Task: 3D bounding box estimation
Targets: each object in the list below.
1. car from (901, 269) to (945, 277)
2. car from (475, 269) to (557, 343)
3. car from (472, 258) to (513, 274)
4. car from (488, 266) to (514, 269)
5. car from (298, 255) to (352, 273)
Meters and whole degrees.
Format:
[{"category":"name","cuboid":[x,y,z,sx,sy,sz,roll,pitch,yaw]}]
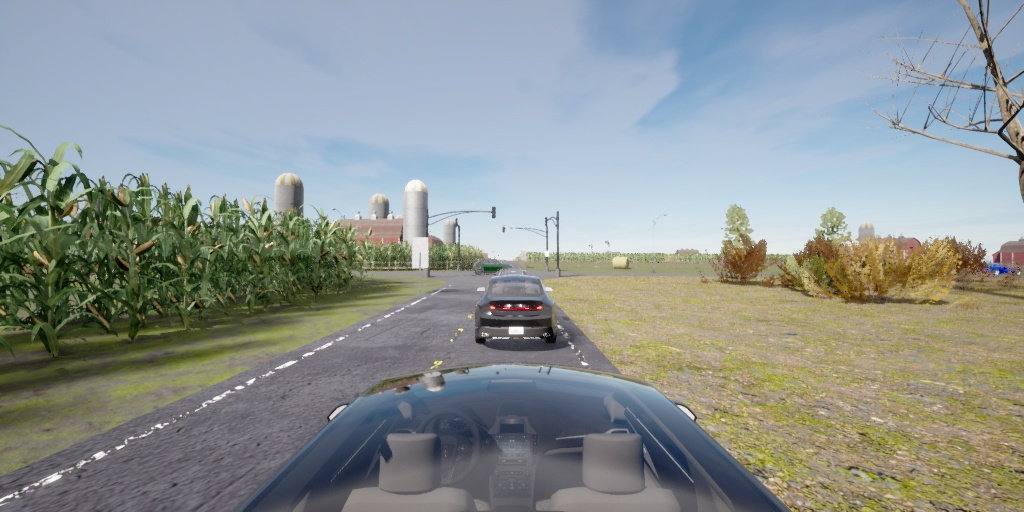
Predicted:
[{"category":"car","cuboid":[48.561,1.768,42.517,4.181,1.385,1.994,1,-1,-5]},{"category":"car","cuboid":[0.080,1.259,9.656,1.837,1.490,4.892,0,0,0]},{"category":"car","cuboid":[-1.983,1.083,38.715,4.553,1.767,2.097,0,0,-4]},{"category":"car","cuboid":[0.034,1.360,18.807,1.895,1.301,4.718,0,0,4]},{"category":"car","cuboid":[-19.882,0.798,37.644,5.566,2.045,2.150,1,-1,-3]}]
